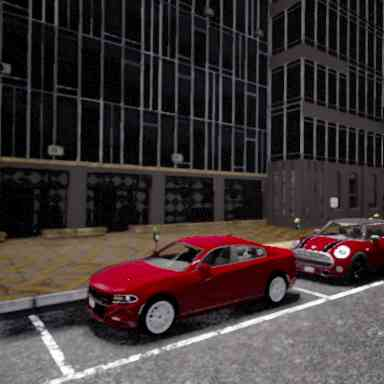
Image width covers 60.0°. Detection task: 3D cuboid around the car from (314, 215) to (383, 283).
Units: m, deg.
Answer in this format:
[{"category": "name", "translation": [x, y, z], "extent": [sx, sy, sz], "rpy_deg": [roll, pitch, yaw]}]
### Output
[{"category": "car", "translation": [4.725, 1.536, 9.923], "extent": [4.097, 1.590, 1.967], "rpy_deg": [1, 0, -35]}]

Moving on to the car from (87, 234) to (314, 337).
[{"category": "car", "translation": [0.214, 1.585, 6.707], "extent": [4.507, 1.381, 1.887], "rpy_deg": [1, 0, -35]}]
